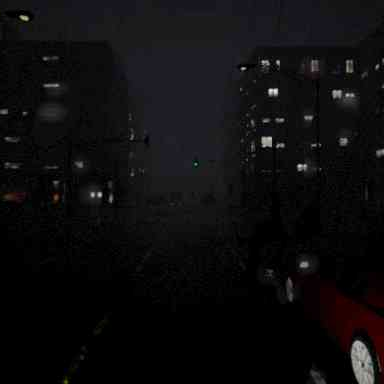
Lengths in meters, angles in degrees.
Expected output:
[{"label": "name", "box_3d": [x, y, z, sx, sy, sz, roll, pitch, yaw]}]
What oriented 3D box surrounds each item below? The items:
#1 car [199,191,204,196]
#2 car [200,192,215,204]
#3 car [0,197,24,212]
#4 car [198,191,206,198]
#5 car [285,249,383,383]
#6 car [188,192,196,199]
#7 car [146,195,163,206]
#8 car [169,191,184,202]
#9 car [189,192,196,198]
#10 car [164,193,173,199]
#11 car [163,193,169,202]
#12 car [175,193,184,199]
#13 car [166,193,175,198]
[{"label": "car", "box_3d": [2.711, 1.011, 59.477, 1.967, 1.590, 4.097, 1, 0, 0]}, {"label": "car", "box_3d": [2.709, 1.155, 53.954, 1.887, 1.381, 4.507, 1, 0, 0]}, {"label": "car", "box_3d": [-17.246, 1.046, 29.323, 4.507, 1.381, 1.887, 1, -1, 0]}, {"label": "car", "box_3d": [2.719, 0.655, 92.617, 2.192, 1.841, 5.009, 1, 0, 0]}, {"label": "car", "box_3d": [2.699, 1.508, 4.919, 1.887, 1.381, 4.507, 1, 0, 0]}, {"label": "car", "box_3d": [0.017, 0.780, 80.184, 2.097, 1.767, 4.553, 0, 0, 0]}, {"label": "car", "box_3d": [-5.673, 1.176, 48.277, 1.752, 1.417, 4.829, 1, 0, 0]}, {"label": "car", "box_3d": [-3.003, 0.757, 64.378, 2.150, 2.045, 5.566, 0, 1, 0]}, {"label": "car", "box_3d": [0.018, 0.787, 90.220, 1.837, 1.490, 4.892, 0, 0, 0]}, {"label": "car", "box_3d": [-5.667, 0.943, 81.417, 1.752, 1.417, 4.829, 1, 0, 0]}, {"label": "car", "box_3d": [-5.671, 1.116, 59.493, 1.887, 1.381, 4.507, 1, 0, 0]}, {"label": "car", "box_3d": [-2.984, 0.919, 80.752, 1.837, 1.490, 4.892, 0, 0, 0]}, {"label": "car", "box_3d": [-5.666, 0.929, 87.110, 2.008, 1.369, 4.403, 1, 0, 0]}]
